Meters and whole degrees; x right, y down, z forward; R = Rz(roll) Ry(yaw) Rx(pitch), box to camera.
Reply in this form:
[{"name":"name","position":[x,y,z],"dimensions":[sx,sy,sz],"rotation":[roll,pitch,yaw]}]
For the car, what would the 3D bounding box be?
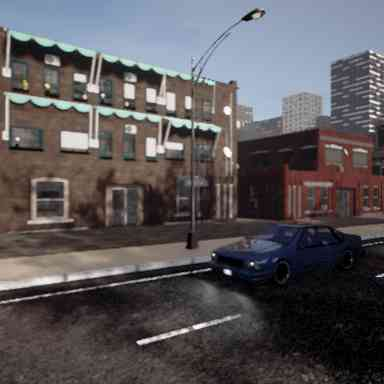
[{"name":"car","position":[3.045,1.637,9.854],"dimensions":[5.357,1.411,2.033],"rotation":[1,0,-36]}]
